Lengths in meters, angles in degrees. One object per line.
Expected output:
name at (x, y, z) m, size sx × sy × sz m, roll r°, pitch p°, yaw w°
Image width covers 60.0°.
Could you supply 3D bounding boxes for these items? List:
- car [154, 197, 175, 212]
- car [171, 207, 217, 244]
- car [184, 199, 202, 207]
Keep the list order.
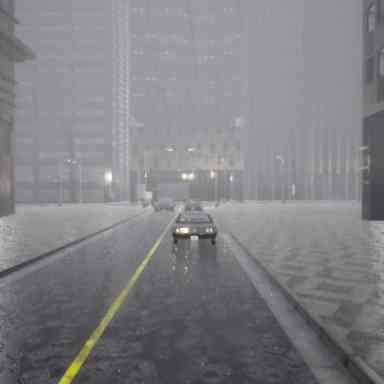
car at (-2.985, 1.334, 37.275) m, size 2.097 × 1.767 × 4.553 m, roll 0°, pitch 0°, yaw 0°
car at (0.106, 1.588, 15.727) m, size 1.895 × 1.301 × 4.718 m, roll 0°, pitch 0°, yaw 0°
car at (0.115, 1.496, 36.253) m, size 1.812 × 1.442 × 4.674 m, roll 0°, pitch 0°, yaw 0°
